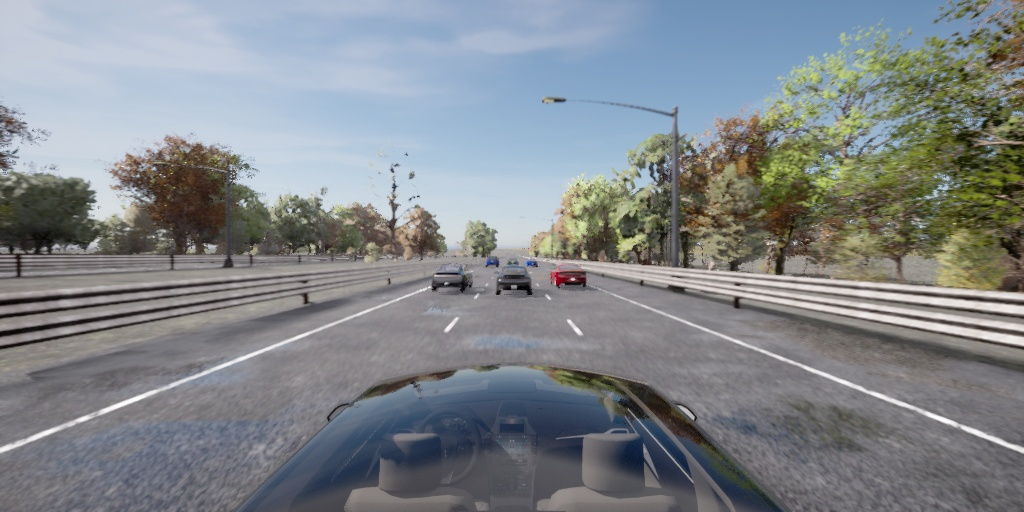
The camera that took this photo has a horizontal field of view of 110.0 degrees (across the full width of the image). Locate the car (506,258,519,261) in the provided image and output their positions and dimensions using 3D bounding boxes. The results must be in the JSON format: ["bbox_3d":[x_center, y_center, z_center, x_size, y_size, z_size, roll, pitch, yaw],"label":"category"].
[{"bbox_3d":[0.104,1.091,61.485,2.097,1.767,4.553,0,0,0],"label":"car"}]

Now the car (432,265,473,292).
[{"bbox_3d":[-3.400,1.240,21.054,2.128,1.511,4.902,0,0,0],"label":"car"}]

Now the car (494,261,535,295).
[{"bbox_3d":[0.100,1.254,19.964,1.837,1.490,4.892,0,0,0],"label":"car"}]

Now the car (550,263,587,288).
[{"bbox_3d":[3.601,1.225,23.647,1.882,1.535,5.008,0,0,0],"label":"car"}]

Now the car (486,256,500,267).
[{"bbox_3d":[-3.396,0.961,64.605,2.150,2.045,5.566,0,0,0],"label":"car"}]
